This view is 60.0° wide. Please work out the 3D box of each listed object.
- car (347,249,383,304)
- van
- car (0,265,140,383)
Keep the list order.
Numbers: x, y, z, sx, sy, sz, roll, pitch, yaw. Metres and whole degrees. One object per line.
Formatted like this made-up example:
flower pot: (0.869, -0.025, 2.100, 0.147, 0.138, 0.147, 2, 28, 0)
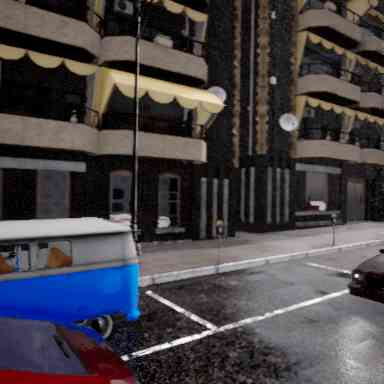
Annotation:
car: (5.687, 1.565, 7.337, 5.357, 1.411, 2.033, 0, 0, -35)
van: (-2.710, 1.314, 4.632, 3.998, 1.788, 1.690, 0, 1, -35)
car: (-2.312, 1.545, 1.768, 4.181, 1.385, 1.994, 0, 0, -35)
